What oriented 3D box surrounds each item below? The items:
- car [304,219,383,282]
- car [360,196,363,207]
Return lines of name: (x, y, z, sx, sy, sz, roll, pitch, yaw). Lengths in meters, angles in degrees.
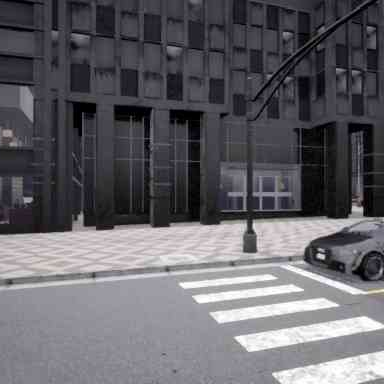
car: (5.283, 1.472, 9.282, 4.181, 1.385, 1.994, -1, 0, -17)
car: (22.068, 1.037, 39.558, 2.097, 1.767, 4.553, 0, -1, -17)
